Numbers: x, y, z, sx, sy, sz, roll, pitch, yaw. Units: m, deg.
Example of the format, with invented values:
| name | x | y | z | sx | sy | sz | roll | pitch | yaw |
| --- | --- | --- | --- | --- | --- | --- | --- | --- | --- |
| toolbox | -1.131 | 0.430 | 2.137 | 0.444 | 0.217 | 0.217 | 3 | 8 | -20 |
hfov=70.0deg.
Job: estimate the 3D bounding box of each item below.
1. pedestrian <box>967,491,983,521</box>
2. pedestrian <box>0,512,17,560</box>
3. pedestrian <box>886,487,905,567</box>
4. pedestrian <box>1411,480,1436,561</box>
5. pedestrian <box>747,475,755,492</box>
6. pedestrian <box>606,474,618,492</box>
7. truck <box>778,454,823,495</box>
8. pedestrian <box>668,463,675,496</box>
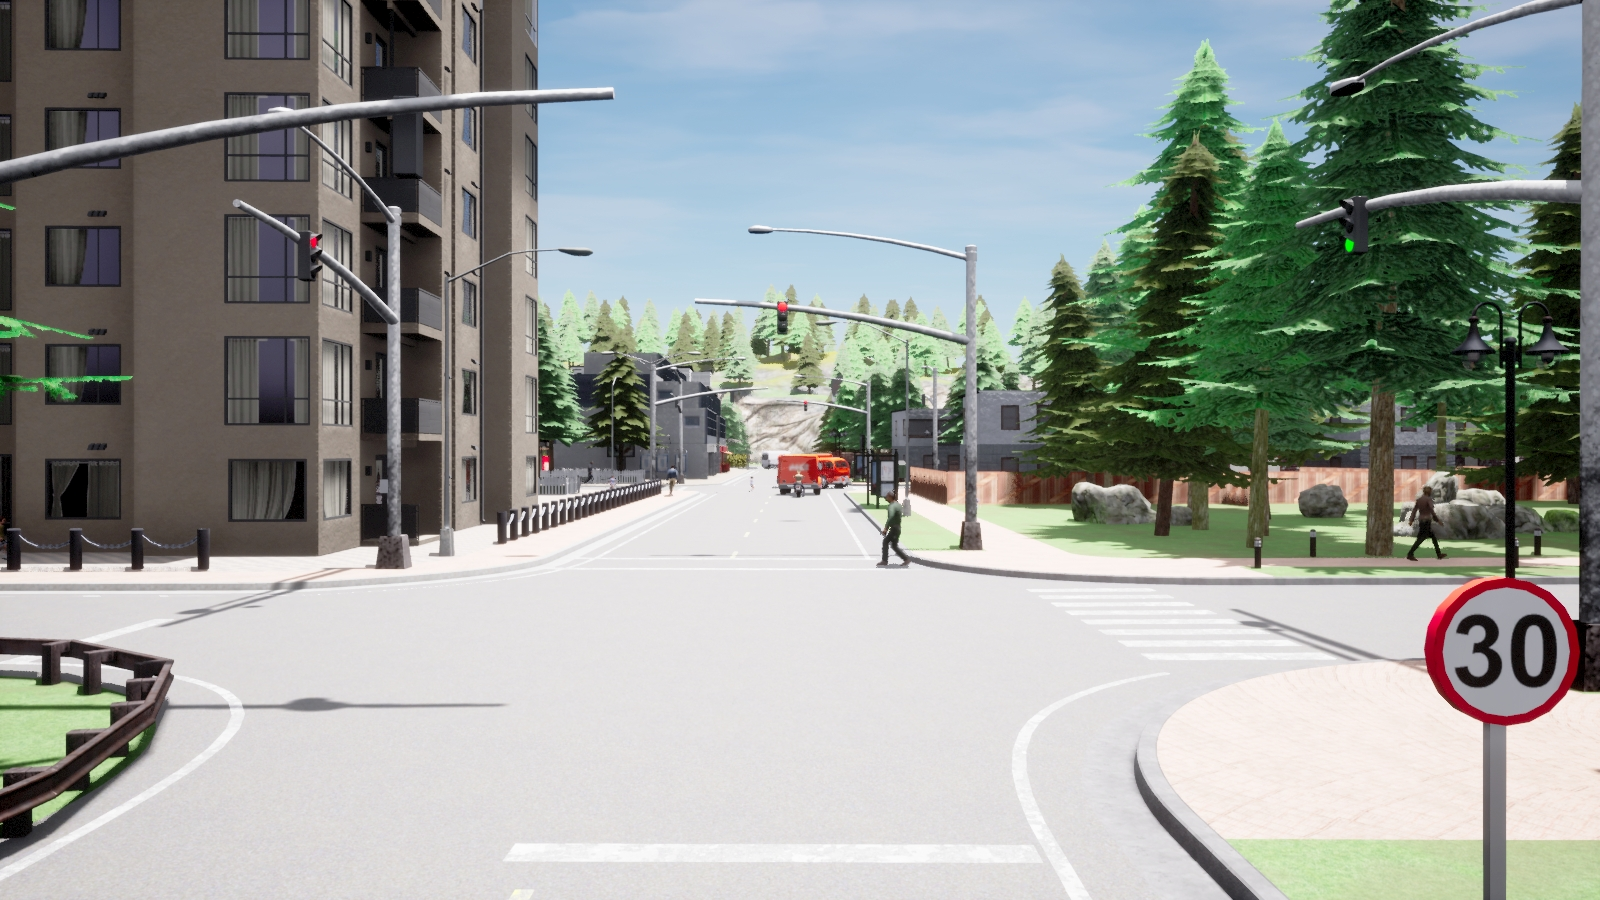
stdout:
| name | x | y | z | sx | sy | sz | roll | pitch | yaw |
| --- | --- | --- | --- | --- | --- | --- | --- | --- | --- |
| pedestrian | 6.357 | 2.033 | 41.531 | 0.500 | 1.100 | 0.500 | 0 | 0 | -1 |
| pedestrian | -19.094 | 2.040 | 27.241 | 0.500 | 1.100 | 0.500 | 0 | 0 | 2 |
| pedestrian | 2.255 | 1.812 | 27.034 | 0.375 | 1.860 | 0.375 | 0 | 0 | 15 |
| pedestrian | 14.588 | 1.647 | 26.729 | 0.375 | 1.860 | 0.375 | 0 | 0 | -7 |
| pedestrian | -3.217 | 2.166 | 74.876 | 0.500 | 1.100 | 0.500 | 0 | 0 | -3 |
| pedestrian | -11.511 | 2.026 | 69.988 | 0.500 | 1.100 | 0.500 | 0 | 0 | 31 |
| truck | 0.071 | 1.506 | 71.518 | 2.627 | 2.467 | 5.204 | 0 | 0 | 3 |
| pedestrian | -7.236 | 1.639 | 64.482 | 0.375 | 1.860 | 0.375 | 0 | 0 | 0 |
